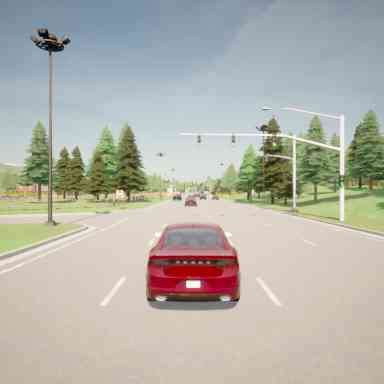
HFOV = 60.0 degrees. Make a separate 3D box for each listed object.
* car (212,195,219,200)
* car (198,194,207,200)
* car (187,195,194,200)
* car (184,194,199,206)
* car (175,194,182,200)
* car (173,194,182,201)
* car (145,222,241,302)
[{"bbox_3d":[6.653,1.525,94.416,2.128,1.511,4.902,0,0,0],"label":"car"},{"bbox_3d":[3.153,1.524,94.403,1.812,1.442,4.674,0,0,0],"label":"car"},{"bbox_3d":[-0.345,1.427,94.007,1.895,1.301,4.718,0,0,0],"label":"car"},{"bbox_3d":[-0.193,1.525,52.944,1.812,1.442,4.674,0,0,0],"label":"car"},{"bbox_3d":[-3.845,1.310,93.964,1.882,1.535,5.008,0,0,0],"label":"car"},{"bbox_3d":[-3.807,1.469,83.544,1.882,1.535,5.008,0,0,0],"label":"car"},{"bbox_3d":[0.033,1.478,8.342,1.882,1.535,5.008,0,0,0],"label":"car"}]
